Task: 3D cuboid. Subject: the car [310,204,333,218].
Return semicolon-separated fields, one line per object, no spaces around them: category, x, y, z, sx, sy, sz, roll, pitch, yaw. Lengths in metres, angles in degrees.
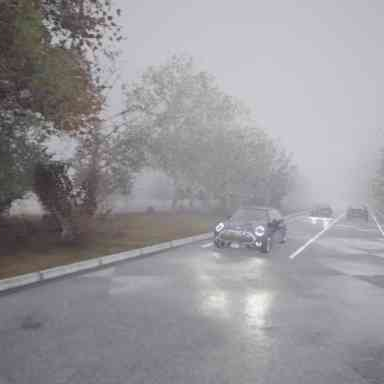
car;14.484;2.057;37.035;1.994;1.385;4.181;2;0;28

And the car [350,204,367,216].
car;22.571;2.404;45.008;1.895;1.301;4.718;2;0;28

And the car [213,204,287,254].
car;2.628;1.419;14.147;2.097;1.767;4.553;2;0;27

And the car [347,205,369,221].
car;17.121;2.087;34.334;1.882;1.535;5.008;2;0;28
